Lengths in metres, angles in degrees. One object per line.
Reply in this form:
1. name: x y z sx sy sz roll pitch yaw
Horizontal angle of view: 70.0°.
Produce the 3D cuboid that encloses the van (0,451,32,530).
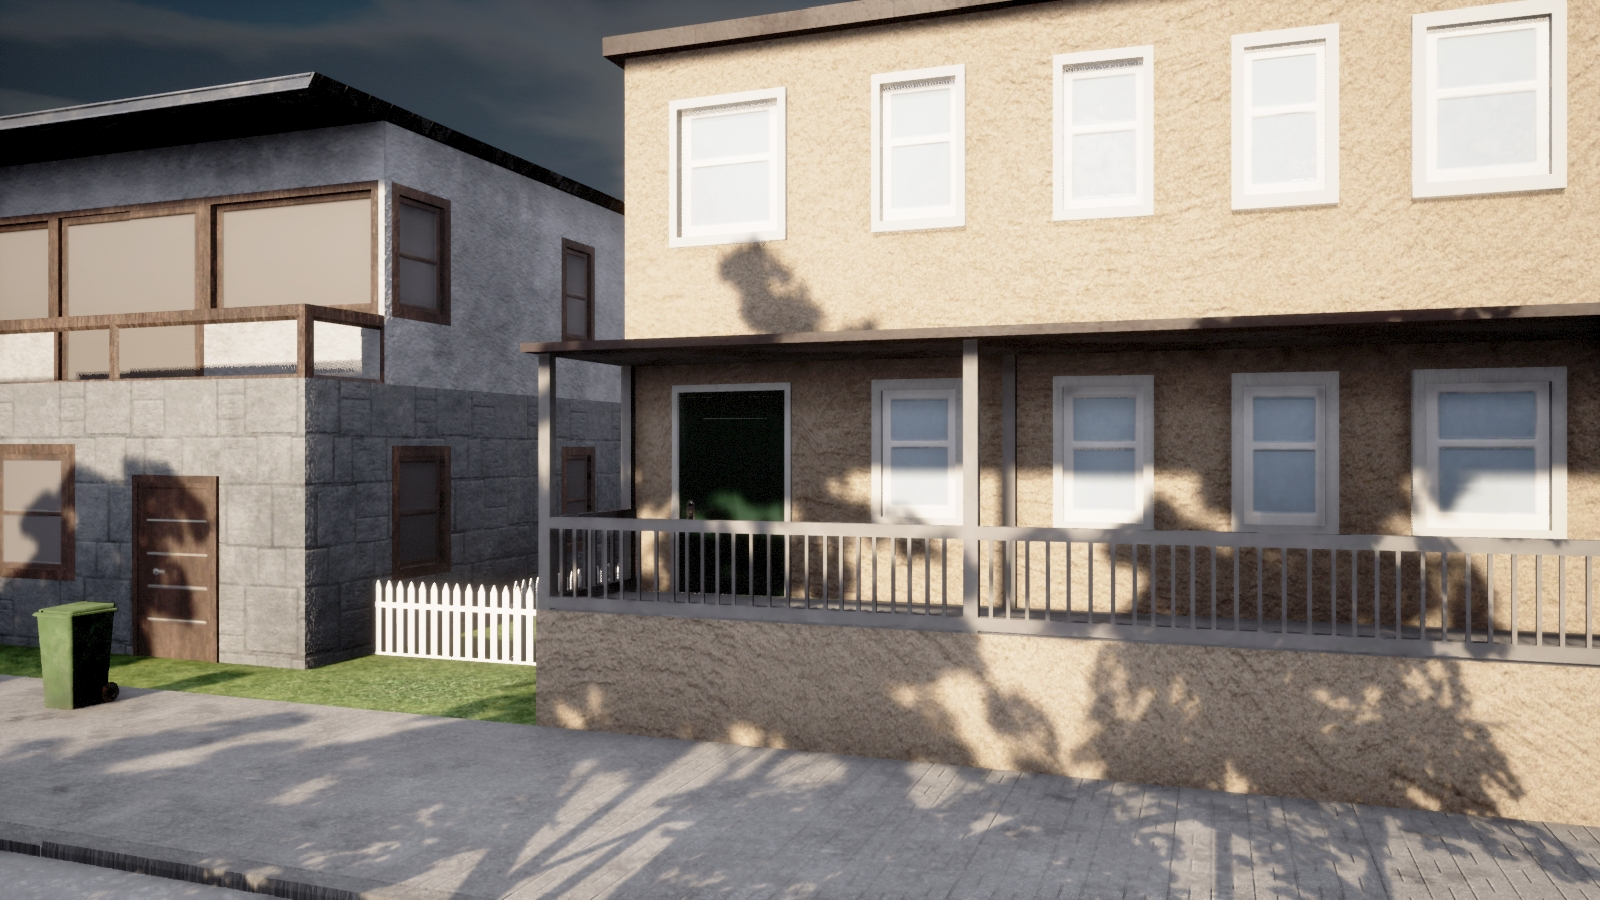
1. van: -27.753 1.329 35.973 1.988 2.561 5.915 0 0 20
